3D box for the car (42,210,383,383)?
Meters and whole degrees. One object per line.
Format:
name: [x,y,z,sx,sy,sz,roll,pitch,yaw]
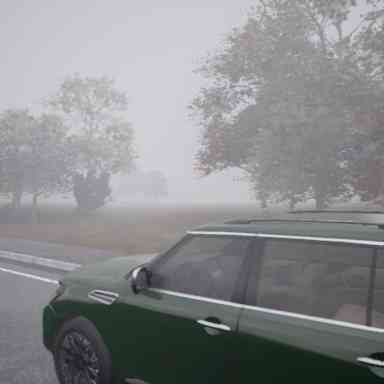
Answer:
car: [0.848,1.216,3.319,5.566,2.045,2.150,0,0,35]
